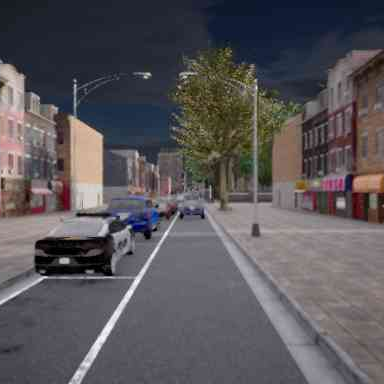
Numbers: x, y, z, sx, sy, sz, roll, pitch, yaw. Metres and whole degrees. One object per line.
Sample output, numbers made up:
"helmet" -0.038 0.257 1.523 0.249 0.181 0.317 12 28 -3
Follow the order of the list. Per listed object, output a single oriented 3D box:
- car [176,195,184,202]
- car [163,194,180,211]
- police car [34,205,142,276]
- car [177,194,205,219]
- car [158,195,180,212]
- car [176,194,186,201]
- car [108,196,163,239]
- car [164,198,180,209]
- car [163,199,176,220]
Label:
"car" -2.699 1.517 77.552 1.752 1.417 4.829 0 0 0
"car" -2.658 1.302 33.943 2.192 1.841 5.009 0 0 0
"police car" -3.016 1.420 10.441 1.930 1.638 5.238 0 0 0
"car" 0.022 1.341 29.421 2.097 1.767 4.553 0 0 1
"car" -2.662 1.301 39.555 2.192 1.841 5.009 0 0 0
"car" -2.706 1.308 82.990 2.192 1.841 5.009 0 0 0
"car" -2.992 1.216 17.361 2.150 2.045 5.566 0 0 0
"car" -2.665 1.568 45.167 1.802 1.307 4.206 0 0 0
"car" -2.655 1.533 28.332 1.887 1.381 4.507 0 0 0
